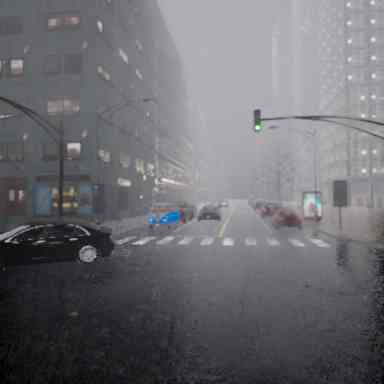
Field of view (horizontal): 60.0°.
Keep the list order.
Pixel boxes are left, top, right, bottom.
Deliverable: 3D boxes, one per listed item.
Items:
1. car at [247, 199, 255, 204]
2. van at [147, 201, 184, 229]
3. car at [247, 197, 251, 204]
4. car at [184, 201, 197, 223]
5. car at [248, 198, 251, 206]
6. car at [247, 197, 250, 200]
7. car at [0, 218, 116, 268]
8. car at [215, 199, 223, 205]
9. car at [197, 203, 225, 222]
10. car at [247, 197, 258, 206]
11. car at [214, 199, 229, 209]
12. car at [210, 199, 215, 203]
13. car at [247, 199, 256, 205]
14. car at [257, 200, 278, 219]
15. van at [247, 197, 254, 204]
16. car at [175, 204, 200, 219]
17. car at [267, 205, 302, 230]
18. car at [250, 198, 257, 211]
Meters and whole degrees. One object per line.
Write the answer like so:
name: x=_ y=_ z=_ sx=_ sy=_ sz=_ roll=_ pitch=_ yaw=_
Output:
car: x=15.610 y=2.596 z=88.172 sx=1.802 sy=1.307 sz=4.206 roll=0 pitch=-1 yaw=8
van: x=-1.961 y=1.648 z=23.671 sx=1.690 sy=1.788 sz=3.998 roll=0 pitch=-1 yaw=8
car: x=12.519 y=2.291 z=66.281 sx=1.887 sy=1.381 sz=4.507 roll=0 pitch=-1 yaw=8
car: x=-1.189 y=1.684 z=29.145 sx=2.192 sy=1.841 sz=5.009 roll=0 pitch=-1 yaw=8
car: x=11.746 y=2.231 z=60.808 sx=2.008 sy=1.369 sz=4.403 roll=0 pitch=-1 yaw=8
car: x=13.292 y=2.395 z=71.753 sx=1.802 sy=1.307 sz=4.206 roll=0 pitch=-1 yaw=8
car: x=-5.096 y=1.690 z=11.300 sx=4.892 sy=1.490 sz=1.837 roll=0 pitch=5 yaw=-26
car: x=7.313 y=2.653 z=89.344 sx=1.947 sy=1.339 sz=4.313 roll=0 pitch=-1 yaw=8
car: x=1.617 y=1.924 z=29.812 sx=1.994 sy=1.385 sz=4.181 roll=-1 pitch=-1 yaw=8
car: x=14.065 y=2.194 z=77.229 sx=2.192 sy=1.841 sz=5.009 roll=0 pitch=-1 yaw=8
car: x=5.349 y=2.079 z=56.257 sx=2.033 sy=1.411 sz=5.357 roll=-1 pitch=-1 yaw=8
car: x=4.994 y=2.326 z=72.926 sx=1.967 sy=1.590 sz=4.097 roll=0 pitch=-1 yaw=8
car: x=14.838 y=2.497 z=82.699 sx=2.008 sy=1.369 sz=4.403 roll=0 pitch=-1 yaw=8
car: x=7.882 y=1.799 z=33.445 sx=1.967 sy=1.590 sz=4.097 roll=0 pitch=-1 yaw=8
van: x=16.383 y=2.423 z=93.648 sx=1.690 sy=1.788 sz=3.998 roll=0 pitch=-1 yaw=8
car: x=-0.416 y=1.976 z=34.615 sx=1.887 sy=1.381 sz=4.507 roll=0 pitch=-1 yaw=8
car: x=6.337 y=1.815 z=22.496 sx=1.802 sy=1.307 sz=4.206 roll=0 pitch=-1 yaw=8
car: x=10.201 y=1.990 z=49.863 sx=1.967 sy=1.590 sz=4.097 roll=0 pitch=-1 yaw=8
